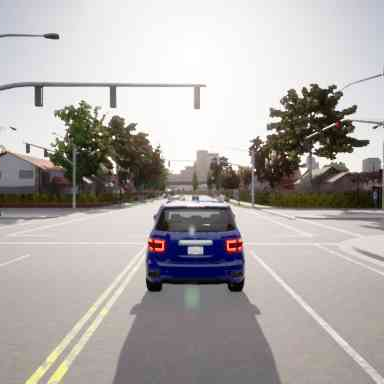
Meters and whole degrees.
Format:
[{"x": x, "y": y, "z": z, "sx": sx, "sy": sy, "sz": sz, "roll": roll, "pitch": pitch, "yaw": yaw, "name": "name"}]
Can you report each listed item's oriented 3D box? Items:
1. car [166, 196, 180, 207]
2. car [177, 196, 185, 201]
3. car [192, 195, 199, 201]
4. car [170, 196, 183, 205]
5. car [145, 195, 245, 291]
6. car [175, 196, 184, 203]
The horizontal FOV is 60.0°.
[{"x": -2.892, "y": 1.477, "z": 51.187, "sx": 1.882, "sy": 1.535, "sz": 5.008, "roll": 0, "pitch": 0, "yaw": 1, "name": "car"}, {"x": -2.612, "y": 1.595, "z": 81.347, "sx": 1.895, "sy": 1.301, "sz": 4.718, "roll": 0, "pitch": 0, "yaw": 0, "name": "car"}, {"x": 0.932, "y": 1.477, "z": 88.078, "sx": 1.882, "sy": 1.535, "sz": 5.008, "roll": 0, "pitch": 0, "yaw": 0, "name": "car"}, {"x": -2.812, "y": 1.547, "z": 61.298, "sx": 2.033, "sy": 1.411, "sz": 5.357, "roll": 0, "pitch": 0, "yaw": 1, "name": "car"}, {"x": 0.071, "y": 1.222, "z": 9.119, "sx": 2.150, "sy": 2.045, "sz": 5.566, "roll": 0, "pitch": 0, "yaw": 0, "name": "car"}, {"x": -2.677, "y": 1.524, "z": 71.147, "sx": 1.812, "sy": 1.442, "sz": 4.674, "roll": 0, "pitch": 0, "yaw": 0, "name": "car"}]
